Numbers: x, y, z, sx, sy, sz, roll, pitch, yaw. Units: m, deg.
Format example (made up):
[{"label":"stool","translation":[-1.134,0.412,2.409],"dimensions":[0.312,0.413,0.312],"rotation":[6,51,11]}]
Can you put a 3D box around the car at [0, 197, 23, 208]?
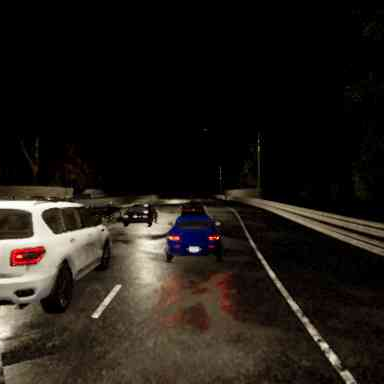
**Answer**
[{"label":"car","translation":[-28.047,1.551,51.004],"dimensions":[1.812,1.442,4.674],"rotation":[0,0,0]}]

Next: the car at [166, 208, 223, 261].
[{"label":"car","translation":[0.074,1.526,12.129],"dimensions":[1.812,1.442,4.674],"rotation":[0,0,0]}]

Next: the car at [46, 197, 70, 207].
[{"label":"car","translation":[-21.049,1.591,52.465],"dimensions":[1.994,1.385,4.181],"rotation":[0,0,0]}]

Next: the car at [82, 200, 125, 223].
[{"label":"car","translation":[-6.928,1.496,26.618],"dimensions":[2.128,1.511,4.902],"rotation":[0,0,0]}]

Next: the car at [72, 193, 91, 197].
[{"label":"car","translation":[-17.551,1.248,52.679],"dimensions":[2.150,2.045,5.566],"rotation":[0,0,1]}]

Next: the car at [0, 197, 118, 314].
[{"label":"car","translation":[-3.452,1.215,7.760],"dimensions":[2.150,2.045,5.566],"rotation":[0,-1,-1]}]

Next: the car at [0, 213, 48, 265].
[{"label":"car","translation":[-6.928,1.563,11.563],"dimensions":[1.994,1.385,4.181],"rotation":[0,0,0]}]

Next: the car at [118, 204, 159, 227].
[{"label":"car","translation":[-3.454,1.550,22.910],"dimensions":[2.033,1.411,5.357],"rotation":[0,0,0]}]

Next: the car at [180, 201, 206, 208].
[{"label":"car","translation":[0.074,1.511,26.703],"dimensions":[1.837,1.490,4.892],"rotation":[0,0,0]}]
